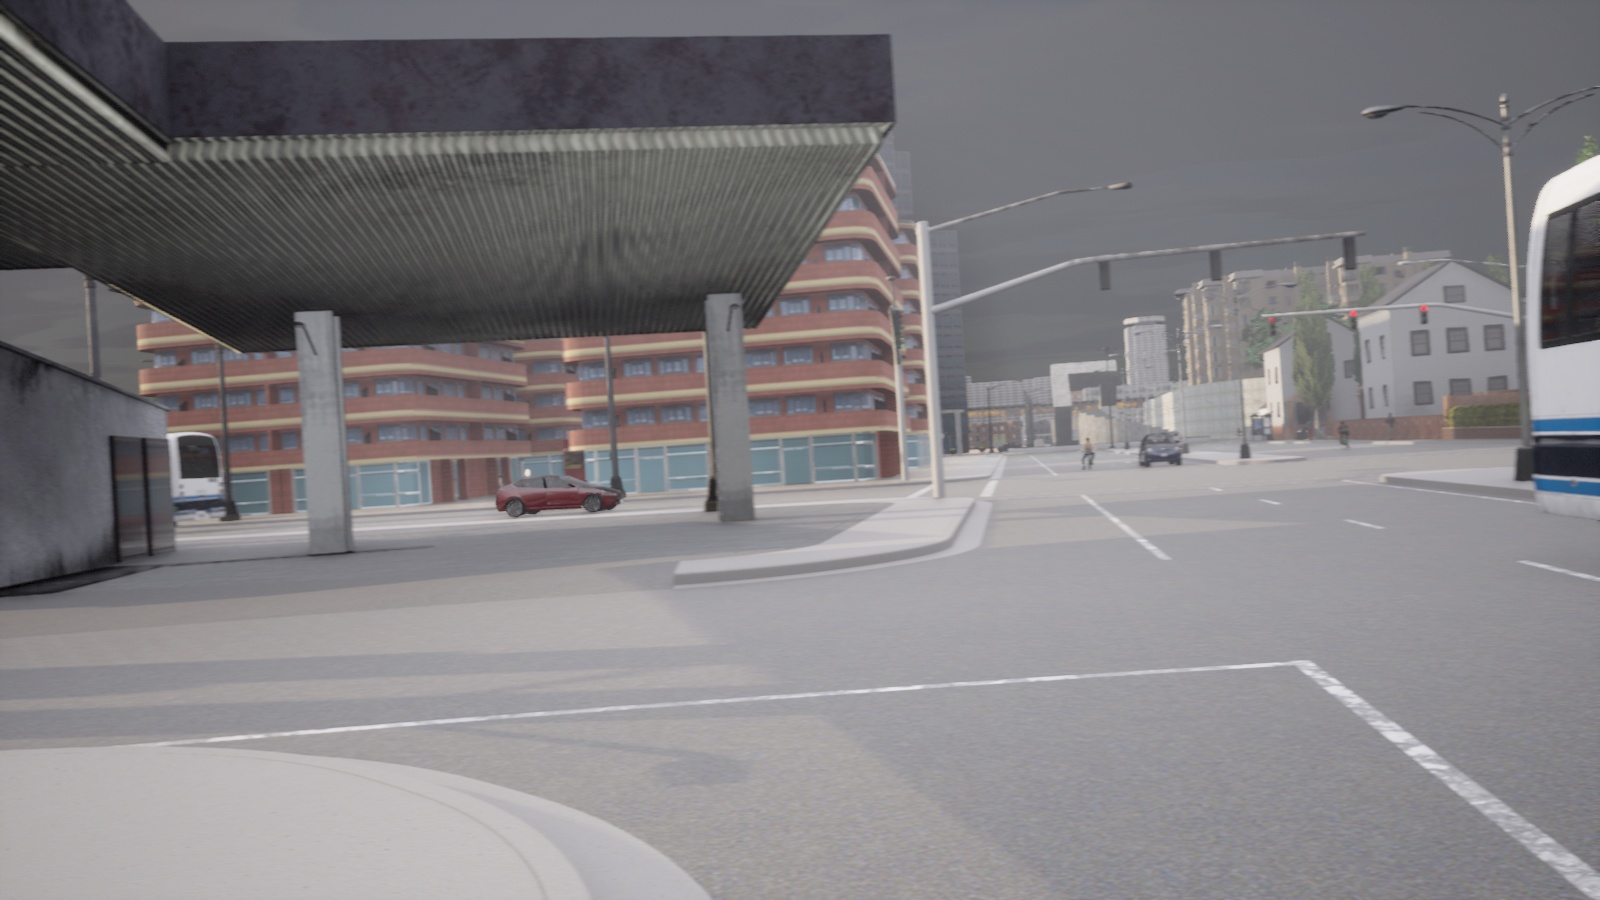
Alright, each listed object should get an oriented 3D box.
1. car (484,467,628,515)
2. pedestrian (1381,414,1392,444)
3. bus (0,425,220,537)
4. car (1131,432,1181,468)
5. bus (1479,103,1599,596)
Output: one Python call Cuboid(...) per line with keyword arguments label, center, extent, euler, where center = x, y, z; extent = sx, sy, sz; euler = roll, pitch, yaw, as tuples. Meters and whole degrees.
Cuboid(label="car", center=(-9.153, 1.526, 47.253), extent=(4.792, 1.488, 2.163), euler=(-3, 0, 9))
Cuboid(label="pedestrian", center=(37.988, -1.337, 81.313), extent=(0.402, 1.930, 0.666), euler=(-3, 0, 9))
Cuboid(label="bus", center=(-31.014, 1.368, 54.076), extent=(10.273, 4.253, 3.944), euler=(-3, 0, 9))
Cuboid(label="car", center=(17.558, -0.013, 62.059), extent=(1.851, 1.617, 3.988), euler=(-3, 0, 10))
Cuboid(label="bus", center=(8.467, -0.913, 8.024), extent=(3.944, 4.253, 10.273), euler=(-3, 0, 9))
